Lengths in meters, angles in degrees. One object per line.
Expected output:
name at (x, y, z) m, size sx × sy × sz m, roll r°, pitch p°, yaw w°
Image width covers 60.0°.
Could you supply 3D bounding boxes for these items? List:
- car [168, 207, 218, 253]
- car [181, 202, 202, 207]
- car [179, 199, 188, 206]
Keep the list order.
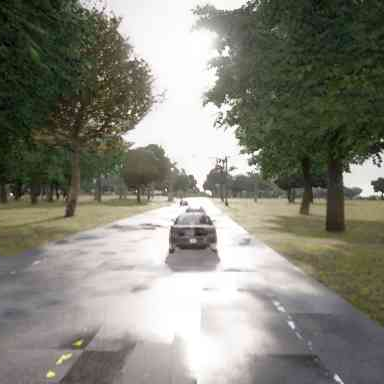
car at (0.071, 1.624, 14.450) m, size 1.882 × 1.535 × 5.008 m, roll 0°, pitch 0°, yaw 1°
car at (0.311, 1.866, 29.279) m, size 1.994 × 1.385 × 4.181 m, roll 0°, pitch -1°, yaw 1°
car at (-1.755, 2.296, 71.852) m, size 2.128 × 1.511 × 4.902 m, roll 0°, pitch -1°, yaw 2°
